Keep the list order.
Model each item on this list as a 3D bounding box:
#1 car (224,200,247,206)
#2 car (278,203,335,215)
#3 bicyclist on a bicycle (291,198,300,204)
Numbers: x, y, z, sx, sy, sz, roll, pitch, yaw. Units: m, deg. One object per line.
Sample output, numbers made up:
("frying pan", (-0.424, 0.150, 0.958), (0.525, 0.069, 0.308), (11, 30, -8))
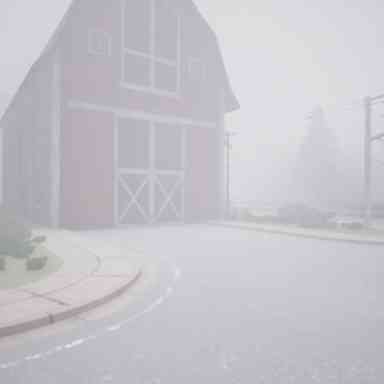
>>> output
("car", (4.710, 1.697, 37.876), (1.812, 1.442, 4.674), (0, 0, -34))
("car", (10.132, 1.717, 29.988), (2.033, 1.411, 5.357), (0, 0, -35))
("bicyclist on a bicycle", (12.467, 1.507, 39.610), (1.656, 1.620, 0.582), (46, -26, -23))
